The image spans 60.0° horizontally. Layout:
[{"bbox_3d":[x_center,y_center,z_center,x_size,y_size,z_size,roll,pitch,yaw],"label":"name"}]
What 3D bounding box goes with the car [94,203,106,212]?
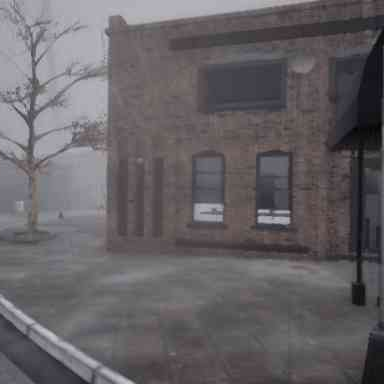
[{"bbox_3d":[-13.969,2.539,55.267,1.895,1.301,4.718,1,-1,28],"label":"car"}]
